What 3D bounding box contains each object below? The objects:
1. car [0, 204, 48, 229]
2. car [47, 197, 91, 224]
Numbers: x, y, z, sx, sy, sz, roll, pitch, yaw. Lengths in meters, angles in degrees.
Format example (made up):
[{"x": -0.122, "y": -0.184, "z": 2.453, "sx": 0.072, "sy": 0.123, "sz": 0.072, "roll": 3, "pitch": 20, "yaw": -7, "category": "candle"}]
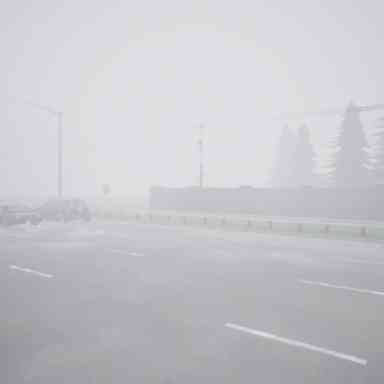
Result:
[{"x": -11.343, "y": 1.467, "z": 20.689, "sx": 4.718, "sy": 1.301, "sz": 1.895, "roll": 0, "pitch": 0, "yaw": 36, "category": "car"}, {"x": -9.233, "y": 1.219, "z": 23.482, "sx": 4.553, "sy": 1.767, "sz": 2.097, "roll": 0, "pitch": 0, "yaw": 36, "category": "car"}]
